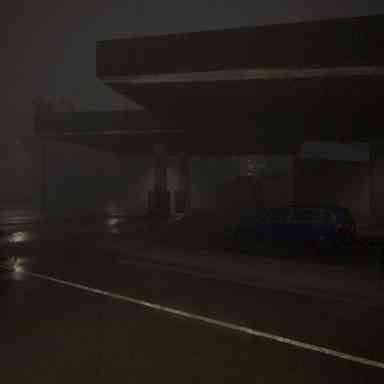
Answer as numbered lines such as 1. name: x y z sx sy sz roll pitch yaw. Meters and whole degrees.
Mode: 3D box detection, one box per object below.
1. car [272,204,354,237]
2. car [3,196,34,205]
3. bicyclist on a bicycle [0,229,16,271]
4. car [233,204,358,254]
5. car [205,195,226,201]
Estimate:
1. car: 6.567 1.455 18.137 3.806 1.475 1.970 0 0 35
2. car: -29.993 1.488 57.675 2.128 1.511 4.902 -1 0 35
3. bicyclist on a bicycle: -5.601 1.452 9.035 0.582 1.620 1.656 0 1 34
4. car: 3.886 1.294 12.999 4.611 1.667 2.242 0 0 35
5. car: 5.679 1.521 80.708 4.902 1.511 2.128 0 0 -6
